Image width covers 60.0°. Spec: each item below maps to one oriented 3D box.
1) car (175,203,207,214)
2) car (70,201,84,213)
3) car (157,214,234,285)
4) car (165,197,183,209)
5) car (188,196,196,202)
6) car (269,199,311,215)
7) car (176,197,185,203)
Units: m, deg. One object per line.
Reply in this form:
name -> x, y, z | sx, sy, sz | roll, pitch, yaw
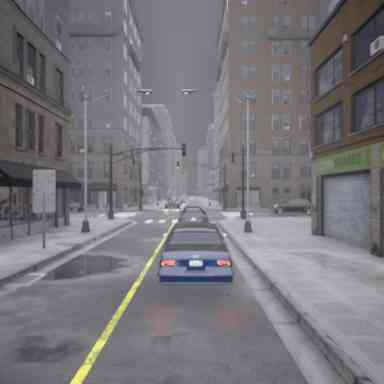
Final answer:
car -> 0.064, 1.668, 22.840 | 1.994, 1.385, 4.181 | 0, 0, -1
car -> -14.720, 1.718, 39.082 | 4.313, 1.339, 1.947 | 0, 0, 0
car -> 0.092, 1.591, 9.661 | 2.033, 1.411, 5.357 | 0, 0, 0
car -> -2.840, 1.579, 49.645 | 2.097, 1.767, 4.553 | 0, 0, 1
car -> 0.057, 1.949, 91.347 | 1.812, 1.442, 4.674 | 0, 0, 0
car -> 10.864, 1.521, 36.494 | 4.553, 1.767, 2.097 | 0, 0, 0
car -> -2.700, 1.960, 78.689 | 1.895, 1.301, 4.718 | 0, 0, 0
